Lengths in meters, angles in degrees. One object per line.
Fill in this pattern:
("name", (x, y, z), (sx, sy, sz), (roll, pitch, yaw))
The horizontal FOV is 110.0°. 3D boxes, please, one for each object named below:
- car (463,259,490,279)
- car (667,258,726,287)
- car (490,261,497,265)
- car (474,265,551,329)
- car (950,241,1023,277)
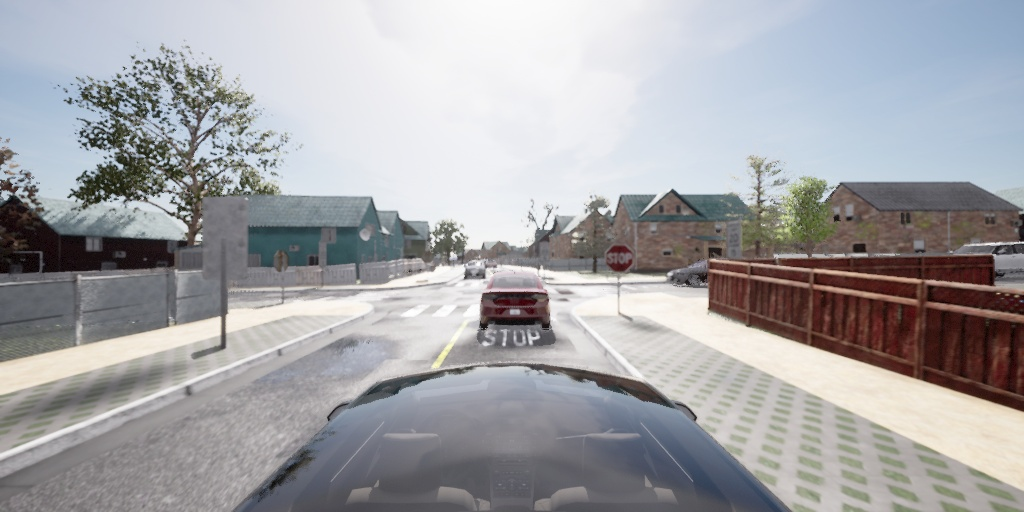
("car", (-3.309, 1.243, 32.688), (2.128, 1.511, 4.902), (0, 0, -3))
("car", (11.306, 0.899, 20.234), (4.902, 1.511, 2.128), (-1, 0, 0))
("car", (-3.778, 1.458, 62.522), (1.895, 1.301, 4.718), (0, 0, -10))
("car", (0.085, 1.202, 11.210), (1.882, 1.535, 5.008), (0, 0, 0))
("car", (26.925, 0.254, 20.182), (5.566, 2.045, 2.150), (-1, 0, 0))
